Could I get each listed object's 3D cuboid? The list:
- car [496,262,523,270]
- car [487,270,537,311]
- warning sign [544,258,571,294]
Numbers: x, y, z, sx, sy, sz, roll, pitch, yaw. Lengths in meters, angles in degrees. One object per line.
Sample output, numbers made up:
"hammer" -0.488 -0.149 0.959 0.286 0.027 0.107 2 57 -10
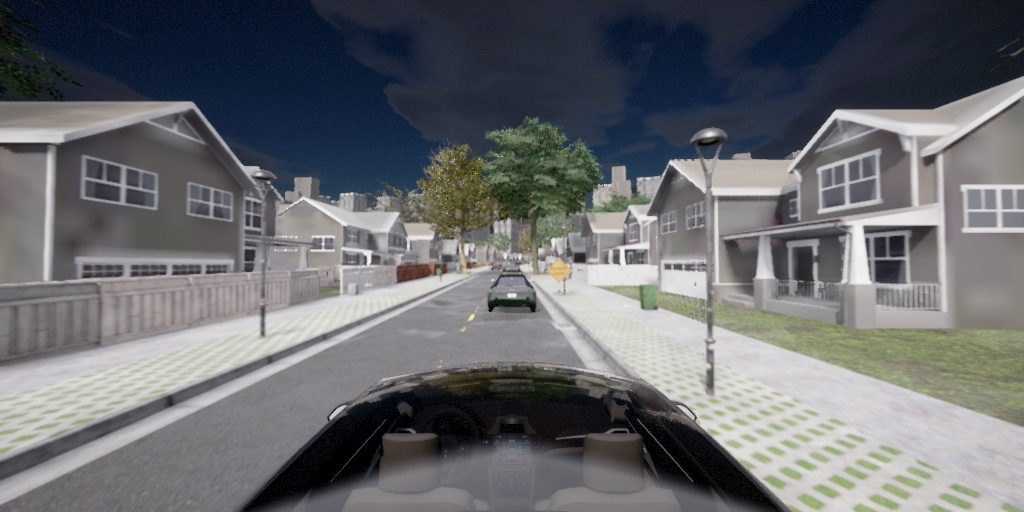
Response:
"car" -0.007 1.545 30.367 2.128 1.511 4.902 0 0 0
"car" 0.008 1.458 15.388 1.994 1.385 4.181 0 -1 0
"warning sign" 2.503 1.046 18.969 1.300 1.860 1.060 0 0 0
